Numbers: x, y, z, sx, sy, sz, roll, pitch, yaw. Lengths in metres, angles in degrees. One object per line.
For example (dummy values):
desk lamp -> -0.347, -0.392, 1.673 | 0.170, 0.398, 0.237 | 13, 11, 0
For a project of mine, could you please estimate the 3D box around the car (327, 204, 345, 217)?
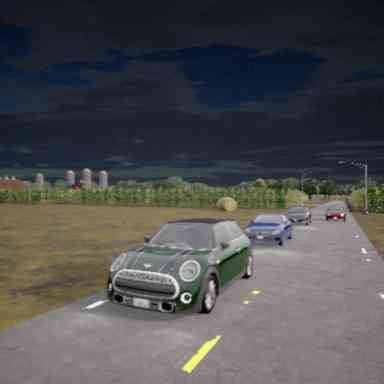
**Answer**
car -> 18.891, 2.387, 43.481 | 2.033, 1.411, 5.357 | 1, -1, 24

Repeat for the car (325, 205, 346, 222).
car -> 14.837, 2.266, 34.264 | 1.895, 1.301, 4.718 | 1, -1, 24

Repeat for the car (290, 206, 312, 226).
car -> 9.273, 2.013, 28.855 | 1.837, 1.490, 4.892 | 1, 0, 24

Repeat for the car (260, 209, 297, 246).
car -> 4.040, 1.807, 17.136 | 1.812, 1.442, 4.674 | 1, -1, 24

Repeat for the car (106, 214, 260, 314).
car -> 0.003, 1.454, 8.069 | 2.097, 1.767, 4.553 | 1, -1, 24
